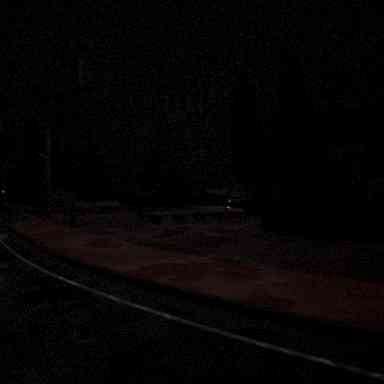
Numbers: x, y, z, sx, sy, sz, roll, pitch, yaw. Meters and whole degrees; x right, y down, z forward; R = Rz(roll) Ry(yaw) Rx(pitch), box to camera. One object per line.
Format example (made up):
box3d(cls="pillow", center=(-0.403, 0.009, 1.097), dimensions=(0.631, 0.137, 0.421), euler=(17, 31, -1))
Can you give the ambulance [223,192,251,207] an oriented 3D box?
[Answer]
box3d(cls="ambulance", center=(8.337, 1.301, 58.362), dimensions=(6.366, 2.431, 2.351), euler=(0, 0, -35))
